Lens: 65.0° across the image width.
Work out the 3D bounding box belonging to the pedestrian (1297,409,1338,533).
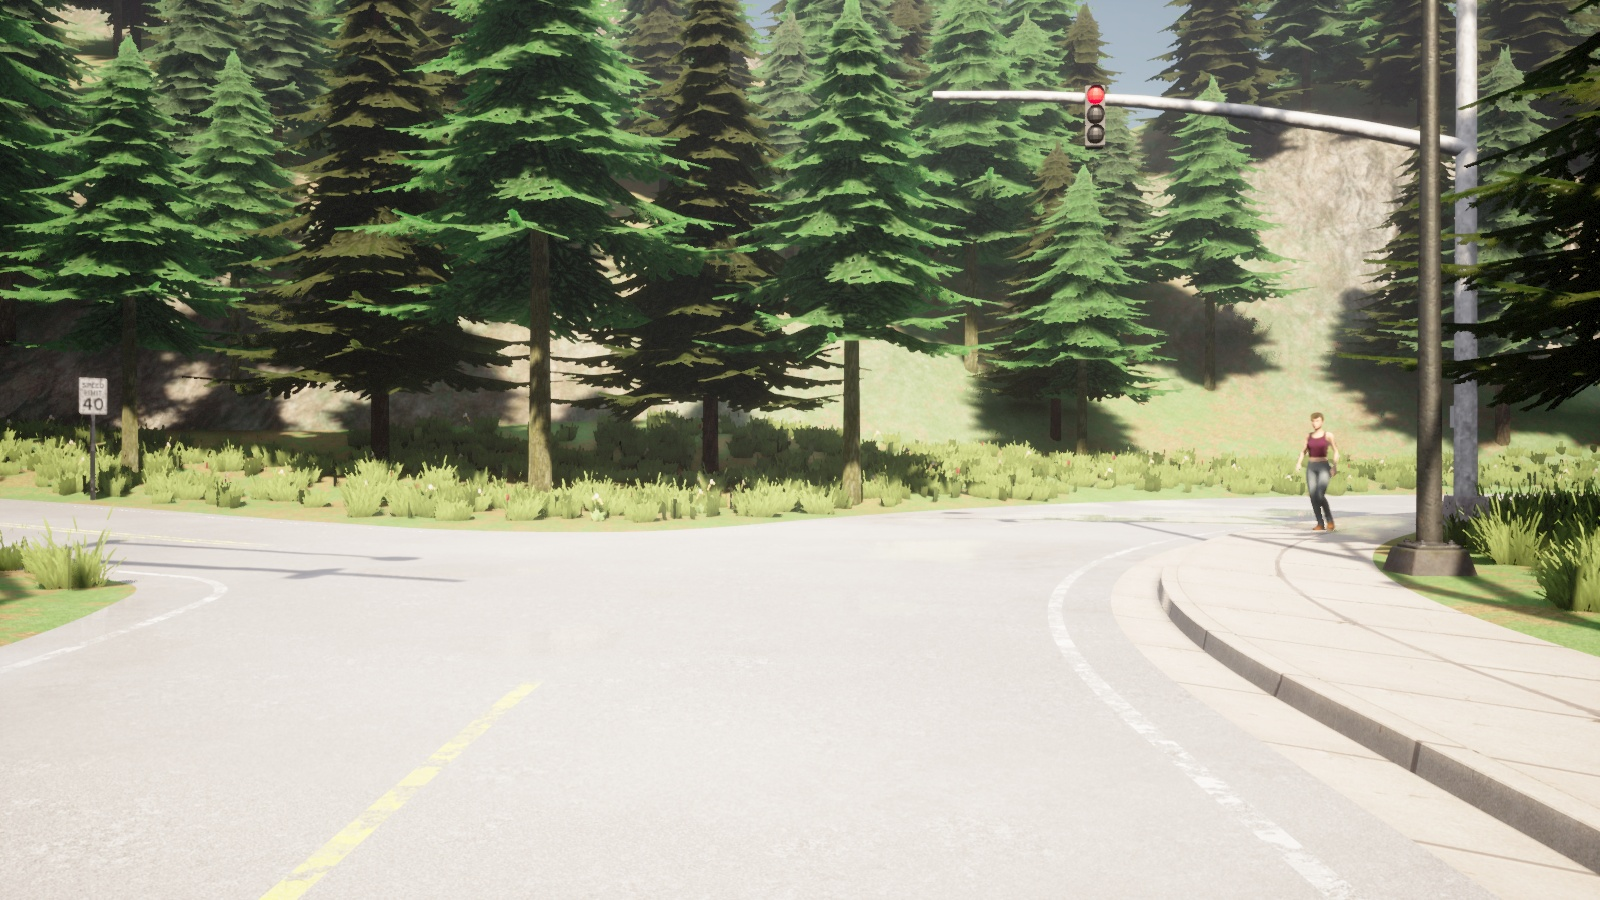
[{"bbox_3d":[7.835,0.308,18.998,0.594,1.836,0.345,0,0,-42],"label":"pedestrian"}]
